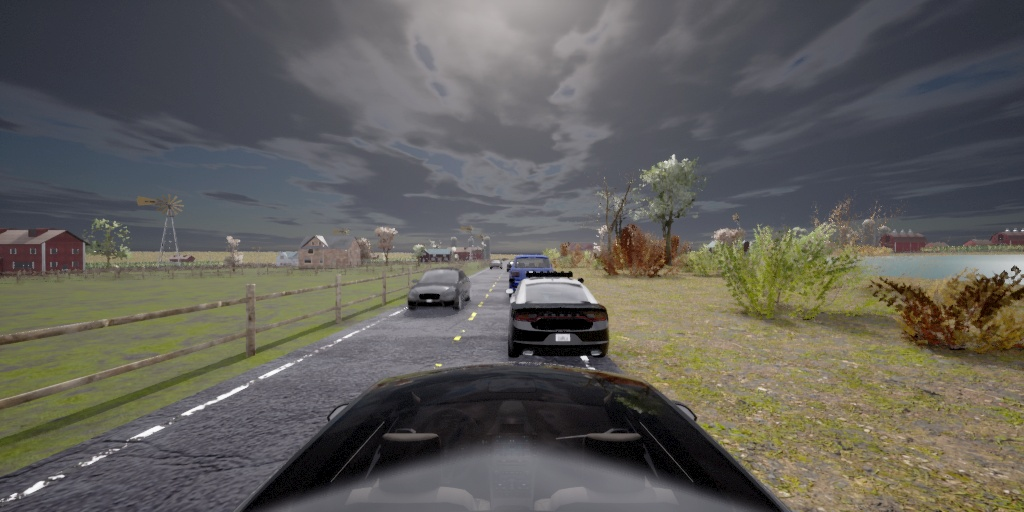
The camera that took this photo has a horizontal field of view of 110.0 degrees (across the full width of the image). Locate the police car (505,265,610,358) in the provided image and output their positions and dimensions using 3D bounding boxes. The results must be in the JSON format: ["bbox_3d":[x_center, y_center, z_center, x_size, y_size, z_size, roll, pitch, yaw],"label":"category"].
[{"bbox_3d":[0.876,1.174,8.638,1.930,1.638,5.238,0,0,0],"label":"police car"}]

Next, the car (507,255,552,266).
[{"bbox_3d":[0.943,0.974,18.557,2.150,2.045,5.566,0,0,0],"label":"car"}]

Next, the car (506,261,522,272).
[{"bbox_3d":[0.333,1.334,46.315,1.994,1.385,4.181,0,0,2],"label":"car"}]

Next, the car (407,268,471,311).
[{"bbox_3d":[-2.762,1.254,14.476,1.837,1.490,4.892,0,0,0],"label":"car"}]

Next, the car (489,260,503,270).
[{"bbox_3d":[-2.393,1.330,54.208,2.033,1.411,5.357,0,0,0],"label":"car"}]
